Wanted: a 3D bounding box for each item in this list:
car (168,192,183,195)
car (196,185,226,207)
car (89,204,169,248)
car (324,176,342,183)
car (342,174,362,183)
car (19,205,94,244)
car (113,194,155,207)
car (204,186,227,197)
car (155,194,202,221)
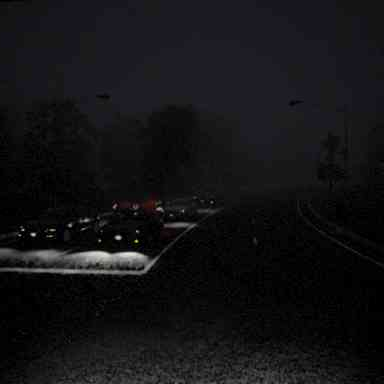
[{"bbox_3d":[-1.733,0.732,34.812,1.994,1.385,4.181,0,3,16],"label":"car"},{"bbox_3d":[1.830,0.357,34.477,2.150,2.045,5.566,0,3,18],"label":"car"},{"bbox_3d":[-2.500,1.471,14.345,1.994,1.385,4.181,0,1,7],"label":"car"},{"bbox_3d":[34.348,-3.092,81.869,4.553,1.767,2.097,-5,4,-44],"label":"car"},{"bbox_3d":[38.474,-3.360,81.027,5.566,2.045,2.150,-5,3,-42],"label":"car"},{"bbox_3d":[-5.880,1.391,15.427,1.837,1.490,4.892,0,1,8],"label":"car"},{"bbox_3d":[-4.225,0.978,25.004,2.097,1.767,4.553,0,2,13],"label":"car"},{"bbox_3d":[3.458,-0.128,48.980,1.895,1.301,4.718,0,3,24],"label":"car"},{"bbox_3d":[-0.844,1.165,24.179,1.812,1.442,4.674,0,2,13],"label":"car"}]
